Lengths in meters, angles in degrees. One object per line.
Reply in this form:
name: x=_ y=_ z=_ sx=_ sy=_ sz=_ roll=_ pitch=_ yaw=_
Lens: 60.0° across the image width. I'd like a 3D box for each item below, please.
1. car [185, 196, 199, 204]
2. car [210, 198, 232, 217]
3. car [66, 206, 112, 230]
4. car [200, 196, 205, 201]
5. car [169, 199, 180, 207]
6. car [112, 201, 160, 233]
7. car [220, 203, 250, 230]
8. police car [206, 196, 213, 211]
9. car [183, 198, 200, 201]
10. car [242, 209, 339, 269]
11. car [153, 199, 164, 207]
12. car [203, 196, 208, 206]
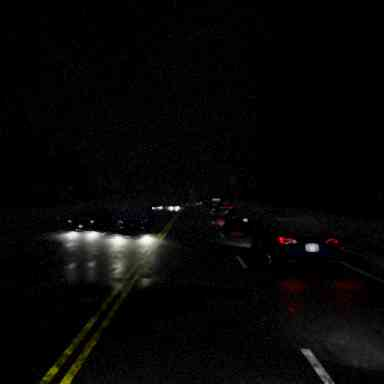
car: x=-0.003 y=1.984 z=75.283 sx=1.812 sy=1.442 sz=4.674 roll=0 pitch=-1 yaw=0
car: x=3.249 y=1.695 z=33.311 sx=2.128 sy=1.511 sz=4.902 roll=0 pitch=0 yaw=0
car: x=-6.601 y=1.669 z=22.345 sx=2.033 sy=1.411 sz=5.357 roll=0 pitch=0 yaw=0
car: x=3.247 y=1.767 z=66.368 sx=2.150 sy=2.045 sz=5.566 roll=0 pitch=-1 yaw=0
car: x=-3.285 y=1.988 z=62.309 sx=2.128 sy=1.511 sz=4.902 roll=0 pitch=-1 yaw=1
car: x=-3.350 y=1.590 z=20.900 sx=1.882 sy=1.535 sz=5.008 roll=0 pitch=0 yaw=0
car: x=3.249 y=1.685 z=22.304 sx=1.994 sy=1.385 sz=4.181 roll=0 pitch=0 yaw=0
police car: x=3.248 y=1.727 z=44.430 sx=1.930 sy=1.638 sz=5.238 roll=0 pitch=-1 yaw=0
car: x=-0.027 y=1.953 z=92.751 sx=5.357 sy=1.411 sz=2.033 roll=1 pitch=2 yaw=45
car: x=3.249 y=1.554 z=11.329 sx=2.163 sy=1.488 sz=4.792 roll=0 pitch=0 yaw=0
car: x=-6.518 y=2.079 z=64.068 sx=1.994 sy=1.385 sz=4.181 roll=0 pitch=-1 yaw=0
car: x=3.248 y=1.919 z=55.327 sx=1.837 sy=1.490 sz=4.892 roll=0 pitch=-1 yaw=0
